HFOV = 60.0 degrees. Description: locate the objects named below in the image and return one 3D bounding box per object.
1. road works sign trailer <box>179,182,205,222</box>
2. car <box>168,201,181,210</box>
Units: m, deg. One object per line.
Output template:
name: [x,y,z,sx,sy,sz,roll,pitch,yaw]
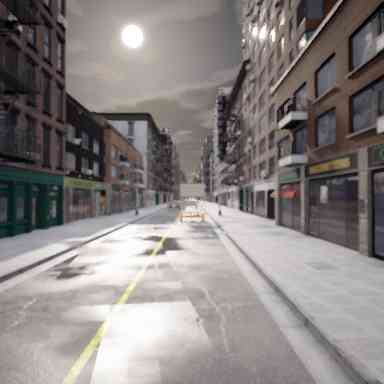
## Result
road works sign trailer: [0.007,0.879,30.593,2.380,3.560,2.880,0,-1,0]
car: [-3.037,2.307,58.124,2.128,1.511,4.902,0,-1,0]
